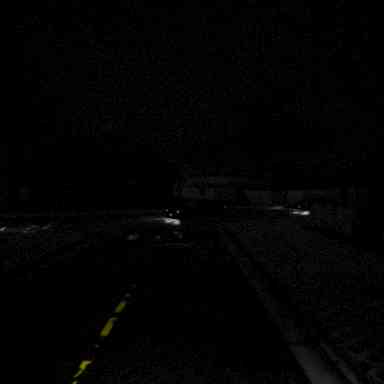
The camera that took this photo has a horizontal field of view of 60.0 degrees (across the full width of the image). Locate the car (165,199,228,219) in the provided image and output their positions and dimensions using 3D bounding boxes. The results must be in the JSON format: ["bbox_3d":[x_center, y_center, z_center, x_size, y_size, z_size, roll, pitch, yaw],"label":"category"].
[{"bbox_3d":[0.480,1.304,27.186,5.357,1.411,2.033,-2,4,-38],"label":"car"}]

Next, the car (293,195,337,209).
[{"bbox_3d":[13.039,1.038,34.887,5.357,1.411,2.033,-1,4,-32],"label":"car"}]
